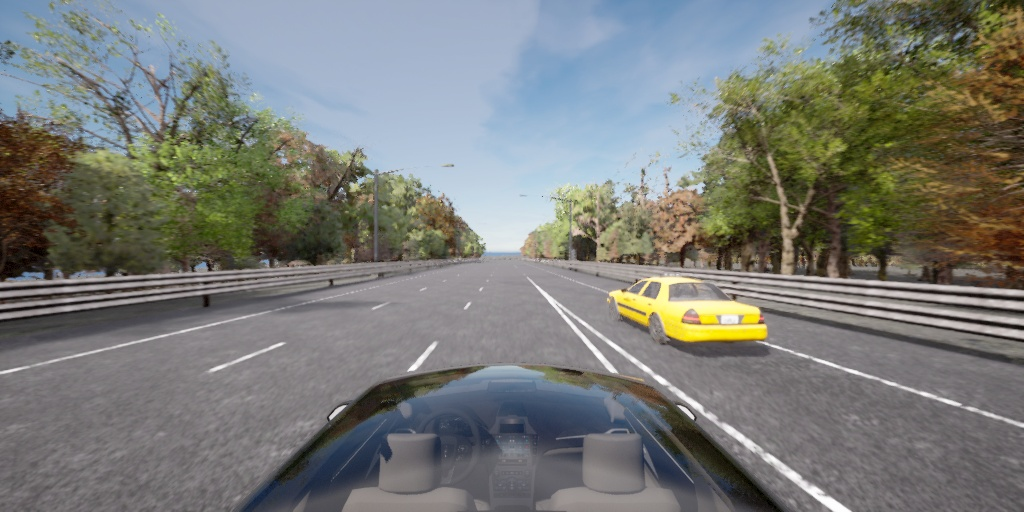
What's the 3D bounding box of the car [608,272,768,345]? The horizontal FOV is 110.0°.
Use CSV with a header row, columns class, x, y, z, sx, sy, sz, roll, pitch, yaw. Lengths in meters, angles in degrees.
class,x,y,z,sx,sy,sz,roll,pitch,yaw
car,4.058,1.198,9.455,1.801,1.575,5.366,0,0,-3
